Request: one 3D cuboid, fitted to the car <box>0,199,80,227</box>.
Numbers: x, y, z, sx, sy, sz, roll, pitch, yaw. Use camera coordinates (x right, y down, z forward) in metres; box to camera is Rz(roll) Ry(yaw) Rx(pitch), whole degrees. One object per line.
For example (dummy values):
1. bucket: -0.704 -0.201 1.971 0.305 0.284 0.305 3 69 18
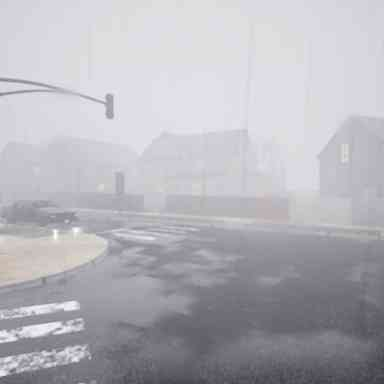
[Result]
1. car: -8.781 1.118 18.968 5.357 1.411 2.033 1 1 34
